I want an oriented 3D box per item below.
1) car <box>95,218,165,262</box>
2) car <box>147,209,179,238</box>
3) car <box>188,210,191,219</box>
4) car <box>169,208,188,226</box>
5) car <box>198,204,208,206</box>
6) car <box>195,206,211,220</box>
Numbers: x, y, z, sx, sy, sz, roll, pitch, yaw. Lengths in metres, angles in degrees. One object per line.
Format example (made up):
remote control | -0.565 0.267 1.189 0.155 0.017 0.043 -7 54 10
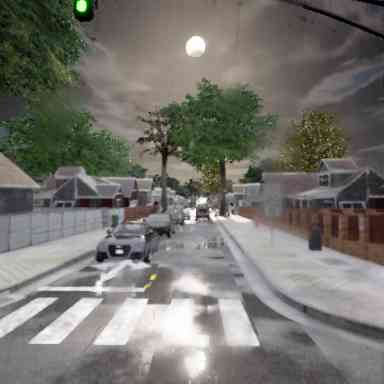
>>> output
car | -2.485 1.974 13.698 1.994 1.385 4.181 0 -2 2
car | -2.173 2.164 22.442 1.882 1.535 5.008 0 -2 2
car | -1.223 3.123 47.265 1.895 1.301 4.718 0 -2 3
car | -1.783 2.384 33.049 2.097 1.767 4.553 0 -2 2
car | 1.774 2.978 53.679 2.150 2.045 5.566 0 -2 2
car | 1.405 2.889 43.222 1.837 1.490 4.892 0 -2 2
